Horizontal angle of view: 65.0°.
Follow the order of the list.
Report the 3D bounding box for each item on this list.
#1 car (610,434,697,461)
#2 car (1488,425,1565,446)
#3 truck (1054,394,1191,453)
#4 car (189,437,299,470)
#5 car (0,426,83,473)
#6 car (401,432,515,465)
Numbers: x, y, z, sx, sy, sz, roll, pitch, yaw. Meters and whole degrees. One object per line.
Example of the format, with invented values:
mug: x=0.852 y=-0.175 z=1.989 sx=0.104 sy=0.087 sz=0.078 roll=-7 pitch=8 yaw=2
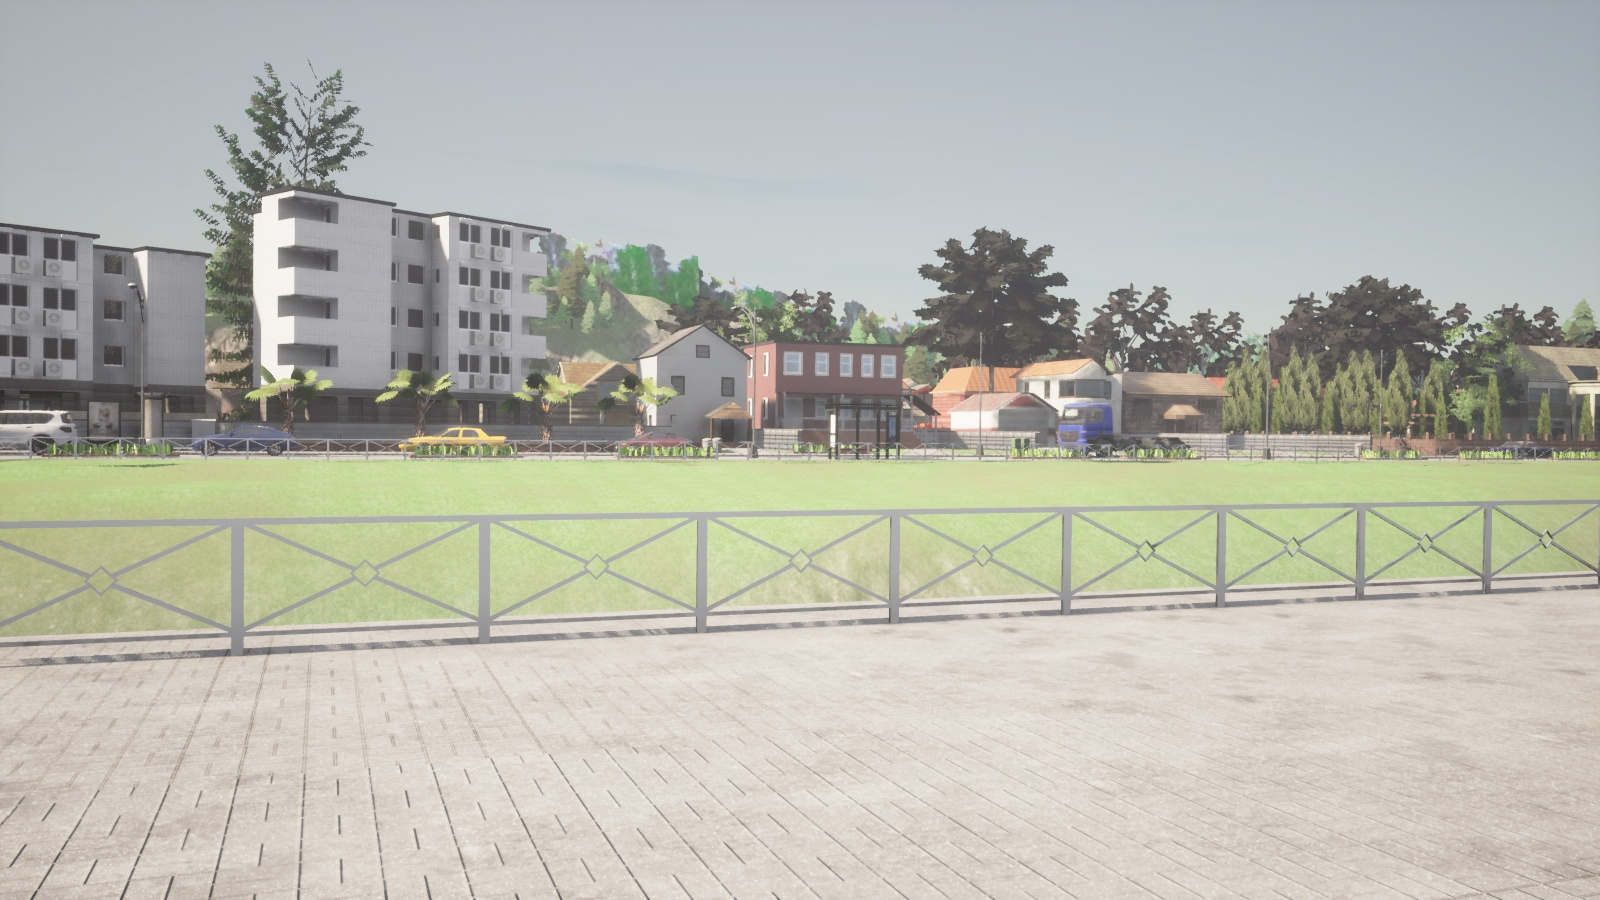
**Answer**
car: x=-7.803 y=-0.141 z=66.817 sx=4.181 sy=1.385 sz=1.994 roll=-1 pitch=1 yaw=-20
car: x=48.558 y=-0.992 z=83.940 sx=4.718 sy=1.301 sz=1.895 roll=-1 pitch=1 yaw=-21
truck: x=19.845 y=-1.656 z=77.306 sx=7.936 sy=3.462 sz=2.891 roll=-1 pitch=1 yaw=-21
car: x=-26.379 y=0.136 z=59.771 sx=4.674 sy=1.442 sz=1.812 roll=-1 pitch=1 yaw=-21
car: x=-35.514 y=-0.015 z=56.302 sx=5.566 sy=2.045 sz=2.150 roll=-1 pitch=1 yaw=-21
car: x=-17.202 y=-0.106 z=63.255 sx=5.366 sy=1.575 sz=1.801 roll=-1 pitch=1 yaw=-21
